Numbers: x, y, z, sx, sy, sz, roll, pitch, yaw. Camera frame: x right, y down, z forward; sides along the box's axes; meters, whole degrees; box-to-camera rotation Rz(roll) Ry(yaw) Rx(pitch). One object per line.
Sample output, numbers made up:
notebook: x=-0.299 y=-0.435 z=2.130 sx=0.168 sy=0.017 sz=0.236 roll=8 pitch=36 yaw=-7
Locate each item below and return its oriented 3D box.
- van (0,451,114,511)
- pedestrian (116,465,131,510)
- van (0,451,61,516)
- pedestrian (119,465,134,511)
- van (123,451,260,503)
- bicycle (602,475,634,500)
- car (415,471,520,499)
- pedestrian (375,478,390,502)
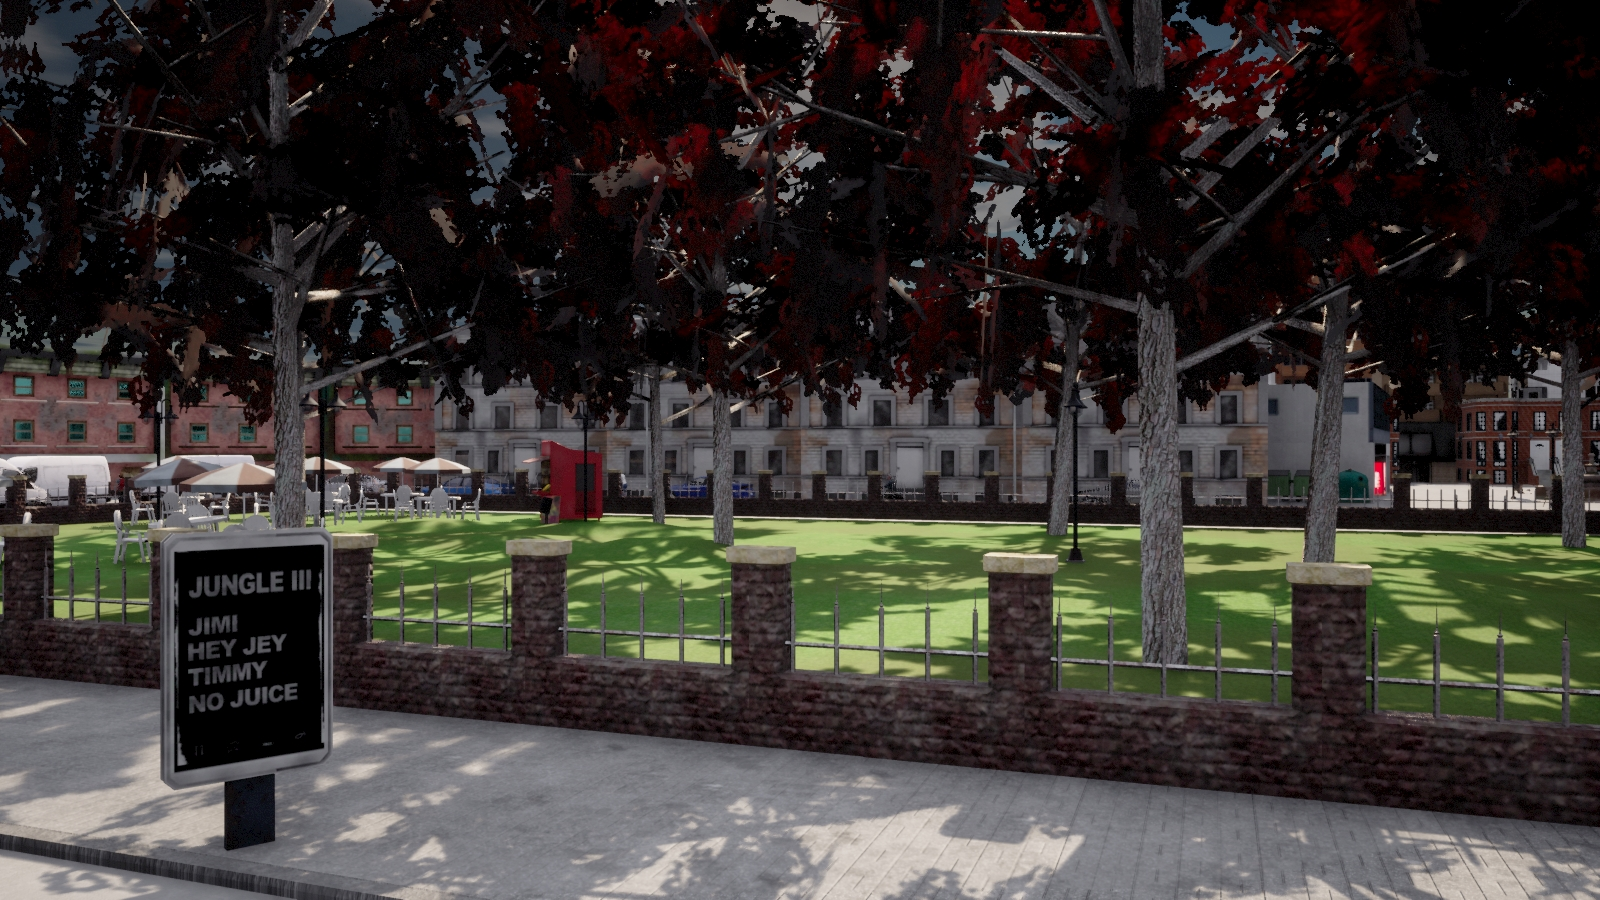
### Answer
van: x=-34.456 y=1.334 z=51.696 sx=1.988 sy=2.561 sz=5.915 roll=0 pitch=0 yaw=21
pedestrian: x=-28.067 y=1.543 z=47.401 sx=0.375 sy=1.860 sz=0.375 roll=0 pitch=0 yaw=8
van: x=-32.612 y=1.334 z=44.996 sx=1.988 sy=2.561 sz=5.915 roll=0 pitch=0 yaw=20
pedestrian: x=-27.424 y=1.542 z=46.492 sx=0.375 sy=1.860 sz=0.375 roll=0 pitch=0 yaw=5
van: x=-31.314 y=1.336 z=58.944 sx=1.988 sy=2.561 sz=5.915 roll=0 pitch=0 yaw=41
bicycle: x=-9.502 y=1.948 z=59.688 sx=1.643 sy=1.296 sz=0.373 roll=0 pitch=0 yaw=20
car: x=-18.262 y=1.902 z=62.828 sx=5.357 sy=1.411 sz=2.033 roll=0 pitch=0 yaw=19
pedestrian: x=-20.019 y=1.921 z=54.795 sx=0.500 sy=1.100 sz=0.500 roll=0 pitch=0 yaw=17
